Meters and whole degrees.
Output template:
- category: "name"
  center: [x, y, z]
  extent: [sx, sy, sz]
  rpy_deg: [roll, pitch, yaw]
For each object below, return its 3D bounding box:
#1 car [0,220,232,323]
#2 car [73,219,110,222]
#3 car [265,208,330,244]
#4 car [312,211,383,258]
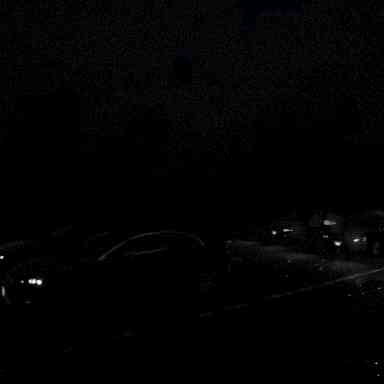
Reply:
- category: "car"
  center: [-1.336, 1.525, 7.335]
  extent: [4.902, 1.511, 2.128]
  rpy_deg: [1, 0, -35]
- category: "car"
  center: [-3.110, 1.583, 10.372]
  extent: [5.357, 1.411, 2.033]
  rpy_deg: [1, 0, -36]
- category: "car"
  center: [5.755, 1.610, 16.673]
  extent: [4.892, 1.490, 1.837]
  rpy_deg: [0, 0, -35]
- category: "car"
  center: [7.239, 1.614, 13.439]
  extent: [4.892, 1.490, 1.837]
  rpy_deg: [0, 0, -36]
